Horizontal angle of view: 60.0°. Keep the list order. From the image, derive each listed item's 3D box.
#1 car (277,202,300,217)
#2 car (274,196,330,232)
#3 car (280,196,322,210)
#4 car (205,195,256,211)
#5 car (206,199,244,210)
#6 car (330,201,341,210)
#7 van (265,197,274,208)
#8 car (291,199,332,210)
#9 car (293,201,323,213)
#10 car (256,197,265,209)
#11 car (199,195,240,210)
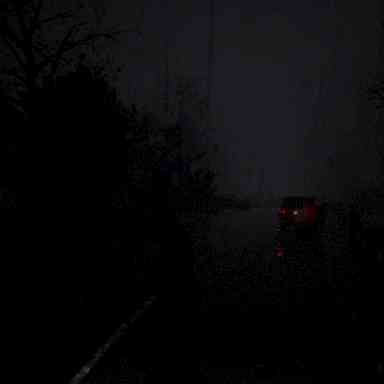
[{"bbox_3d":[9.654,1.696,33.123,1.895,1.301,4.718,0,0,20],"label":"car"},{"bbox_3d":[7.102,1.277,21.072,2.150,2.045,5.566,0,0,28],"label":"car"},{"bbox_3d":[16.379,1.588,50.014,5.566,2.045,2.435,0,-1,-10],"label":"car"},{"bbox_3d":[5.033,1.437,44.124,5.566,2.045,2.435,0,-1,-10],"label":"car"},{"bbox_3d":[4.537,1.735,46.742,4.892,1.521,2.231,0,-1,-10],"label":"car"},{"bbox_3d":[17.433,1.614,44.153,4.553,1.767,2.185,0,-1,-10],"label":"car"},{"bbox_3d":[15.214,1.753,56.095,4.442,1.987,1.878,0,-1,-10],"label":"van"},{"bbox_3d":[16.919,1.790,47.143,5.008,1.535,2.097,0,-1,-10],"label":"car"},{"bbox_3d":[13.826,1.751,39.887,1.994,1.385,4.181,0,-1,-2],"label":"car"},{"bbox_3d":[8.864,1.850,51.096,2.128,1.511,4.902,0,-1,-10],"label":"car"},{"bbox_3d":[4.064,1.533,49.499,5.566,2.045,2.435,0,-1,-10],"label":"car"}]
